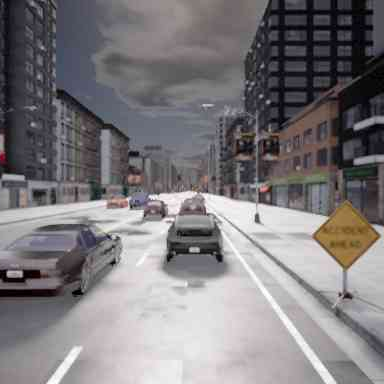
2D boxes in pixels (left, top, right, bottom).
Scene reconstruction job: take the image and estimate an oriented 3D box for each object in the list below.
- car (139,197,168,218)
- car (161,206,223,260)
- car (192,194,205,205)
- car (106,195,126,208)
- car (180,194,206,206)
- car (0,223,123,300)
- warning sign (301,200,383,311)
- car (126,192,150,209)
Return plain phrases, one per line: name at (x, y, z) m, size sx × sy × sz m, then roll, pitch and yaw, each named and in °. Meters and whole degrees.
car at (-3.162, 1.430, 29.311) m, size 1.812 × 1.442 × 4.674 m, roll 0°, pitch 0°, yaw 0°
car at (0.082, 1.460, 12.183) m, size 1.837 × 1.490 × 4.892 m, roll 0°, pitch 0°, yaw 0°
car at (1.135, 1.165, 56.163) m, size 2.097 × 1.767 × 4.553 m, roll 0°, pitch 0°, yaw 0°
car at (-9.834, 1.210, 43.956) m, size 2.097 × 1.767 × 4.553 m, roll 0°, pitch 0°, yaw 0°
car at (0.084, 1.259, 28.110) m, size 2.097 × 1.767 × 4.553 m, roll 0°, pitch 0°, yaw 0°
car at (-3.183, 1.516, 8.519) m, size 2.033 × 1.411 × 5.357 m, roll 0°, pitch 0°, yaw 0°
warning sign at (2.853, 1.092, 6.189) m, size 1.300 × 1.860 × 1.060 m, roll 0°, pitch 0°, yaw 0°
car at (-6.593, 1.084, 42.666) m, size 2.150 × 2.045 × 5.566 m, roll 0°, pitch 0°, yaw 0°
